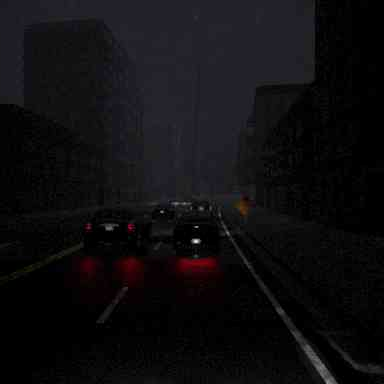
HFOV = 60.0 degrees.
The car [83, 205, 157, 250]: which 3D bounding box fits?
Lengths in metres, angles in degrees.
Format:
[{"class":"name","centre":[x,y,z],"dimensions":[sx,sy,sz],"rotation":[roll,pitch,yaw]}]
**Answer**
[{"class":"car","centre":[-3.028,1.378,14.531],"dimensions":[2.097,1.767,4.553],"rotation":[0,0,2]}]

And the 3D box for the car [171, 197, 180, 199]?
[{"class":"car","centre":[-3.902,1.762,76.864],"dimensions":[2.033,1.411,5.357],"rotation":[0,0,8]}]

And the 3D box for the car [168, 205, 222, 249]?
[{"class":"car","centre":[0.222,1.528,14.464],"dimensions":[1.837,1.490,4.892],"rotation":[0,0,2]}]

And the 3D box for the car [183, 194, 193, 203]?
[{"class":"car","centre":[-0.686,1.443,76.399],"dimensions":[2.150,2.045,5.566],"rotation":[0,0,8]}]

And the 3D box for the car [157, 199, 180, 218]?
[{"class":"car","centre":[-2.356,1.614,29.498],"dimensions":[1.994,1.385,4.181],"rotation":[0,0,3]}]

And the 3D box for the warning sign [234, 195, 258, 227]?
[{"class":"warning sign","centre":[3.271,1.133,20.199],"dimensions":[1.300,1.860,1.060],"rotation":[0,-1,2]}]

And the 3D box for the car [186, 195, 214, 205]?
[{"class":"car","centre":[0.886,1.406,29.274],"dimensions":[2.097,1.767,4.553],"rotation":[0,0,3]}]
